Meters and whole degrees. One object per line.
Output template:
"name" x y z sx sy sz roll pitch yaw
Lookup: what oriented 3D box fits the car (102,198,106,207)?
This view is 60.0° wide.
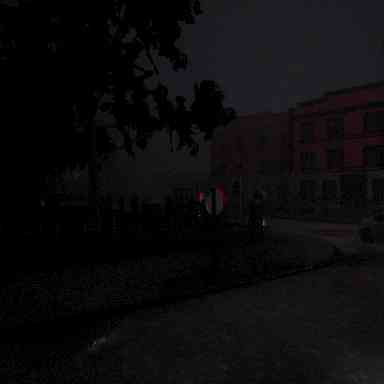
"car" -13.012 1.477 46.408 1.882 1.535 5.008 0 0 -35

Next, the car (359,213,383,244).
"car" 8.580 1.525 13.186 1.812 1.442 4.674 1 0 -7

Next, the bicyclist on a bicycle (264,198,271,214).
"bicyclist on a bicycle" 7.151 1.348 32.517 1.656 1.620 0.582 0 0 -35

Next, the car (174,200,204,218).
"car" -0.273 1.499 28.465 1.837 1.490 4.892 0 2 -35
